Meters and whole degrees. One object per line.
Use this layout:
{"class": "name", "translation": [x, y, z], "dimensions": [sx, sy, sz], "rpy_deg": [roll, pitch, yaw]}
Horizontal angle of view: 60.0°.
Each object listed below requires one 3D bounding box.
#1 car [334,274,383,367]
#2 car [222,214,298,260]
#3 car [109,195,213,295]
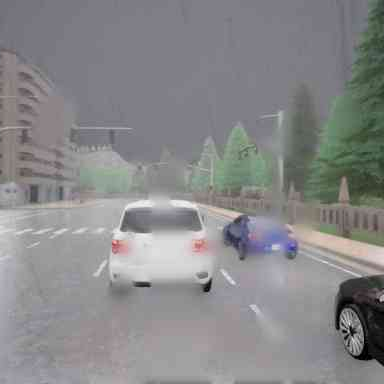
{"class": "car", "translation": [3.125, 1.492, 3.080], "dimensions": [2.128, 1.511, 4.902], "rpy_deg": [0, 0, -3]}
{"class": "car", "translation": [2.354, 1.526, 12.308], "dimensions": [1.812, 1.442, 4.674], "rpy_deg": [0, 0, -6]}
{"class": "car", "translation": [-0.793, 1.221, 8.951], "dimensions": [2.150, 2.045, 5.566], "rpy_deg": [0, 0, -5]}
